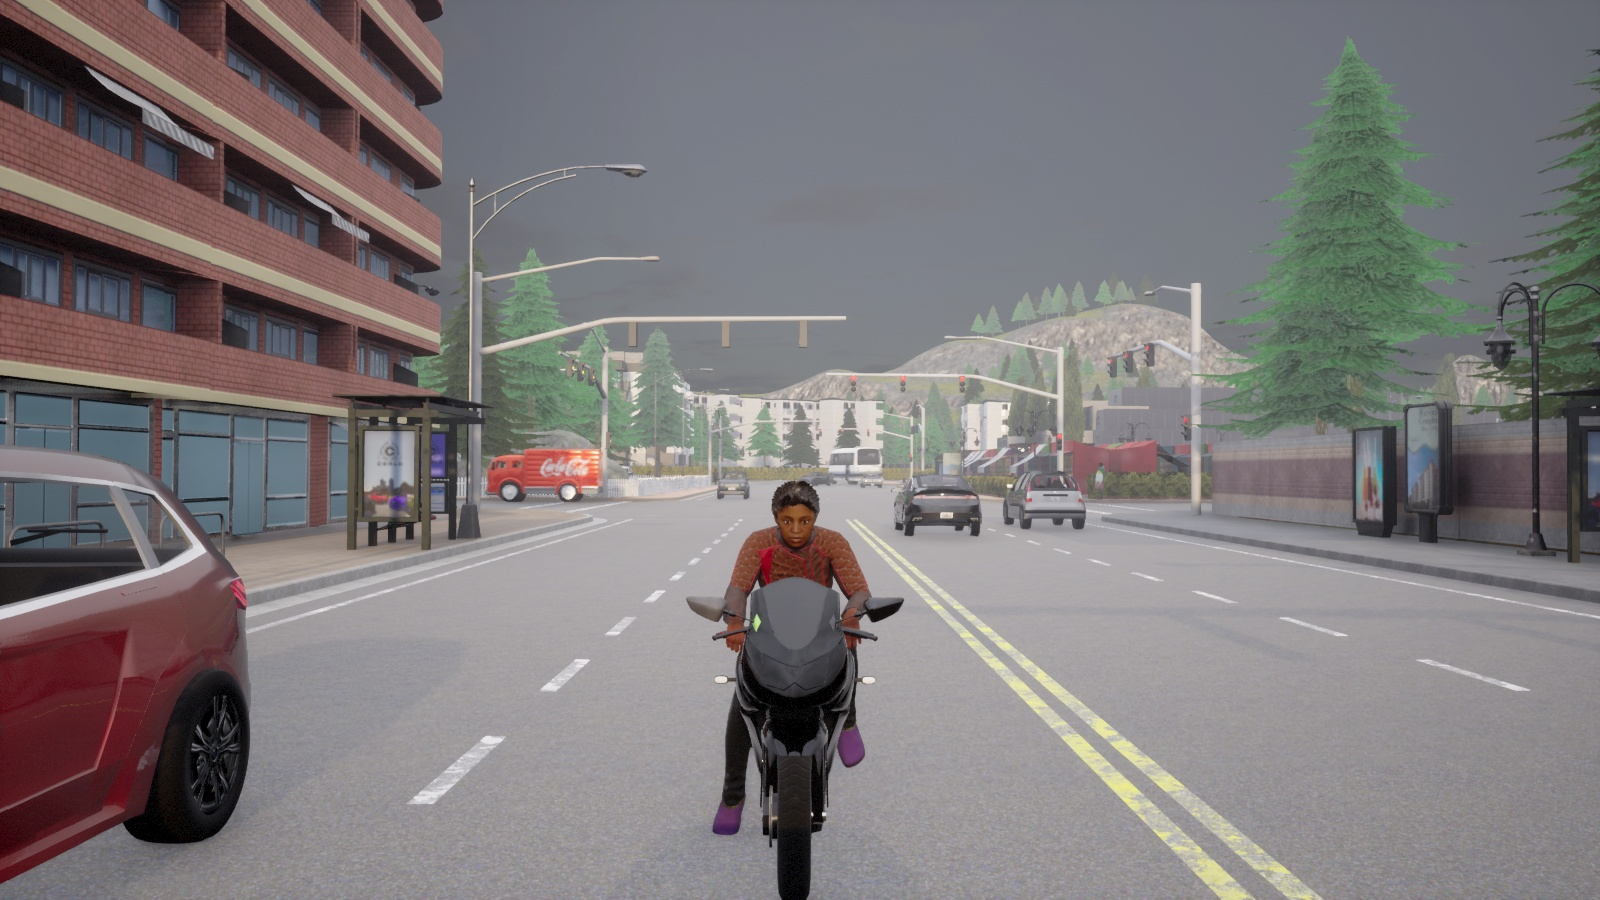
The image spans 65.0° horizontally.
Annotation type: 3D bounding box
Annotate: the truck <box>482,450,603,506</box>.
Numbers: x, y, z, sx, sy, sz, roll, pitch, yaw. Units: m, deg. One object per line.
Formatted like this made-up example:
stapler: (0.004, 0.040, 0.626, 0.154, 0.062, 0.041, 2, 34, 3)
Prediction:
truck: (-11.909, 1.293, 58.384, 5.204, 2.467, 2.627, 0, -1, -4)

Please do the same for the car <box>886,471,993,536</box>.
car: (3.423, 1.288, 31.691, 2.128, 1.511, 4.902, 0, -1, 0)

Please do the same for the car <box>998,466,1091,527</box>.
car: (6.913, 1.286, 35.846, 1.851, 1.617, 3.988, 0, -1, 0)

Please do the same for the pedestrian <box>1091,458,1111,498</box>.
pedestrian: (14.978, 1.400, 62.524, 0.873, 1.952, 0.659, 0, -1, 2)

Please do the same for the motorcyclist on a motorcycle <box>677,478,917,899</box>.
motorcyclist on a motorcycle: (-0.013, 0.884, 5.210, 0.797, 1.523, 2.044, 0, -1, 0)

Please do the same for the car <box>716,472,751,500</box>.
car: (-3.670, 1.978, 69.887, 1.789, 1.549, 3.705, 0, -1, 0)

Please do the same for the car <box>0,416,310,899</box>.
car: (-3.511, 0.737, 3.845, 2.242, 1.667, 4.611, 0, -1, 0)
